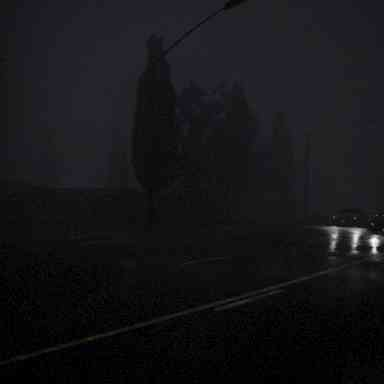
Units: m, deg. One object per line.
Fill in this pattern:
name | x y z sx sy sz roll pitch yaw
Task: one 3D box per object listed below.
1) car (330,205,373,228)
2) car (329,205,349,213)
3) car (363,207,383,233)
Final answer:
car | 12.518 1.936 26.139 1.812 1.442 4.674 0 -2 38
car | 28.240 3.282 64.202 1.837 1.490 4.892 0 -2 1
car | 12.627 1.829 20.730 2.033 1.411 5.357 0 -2 41
